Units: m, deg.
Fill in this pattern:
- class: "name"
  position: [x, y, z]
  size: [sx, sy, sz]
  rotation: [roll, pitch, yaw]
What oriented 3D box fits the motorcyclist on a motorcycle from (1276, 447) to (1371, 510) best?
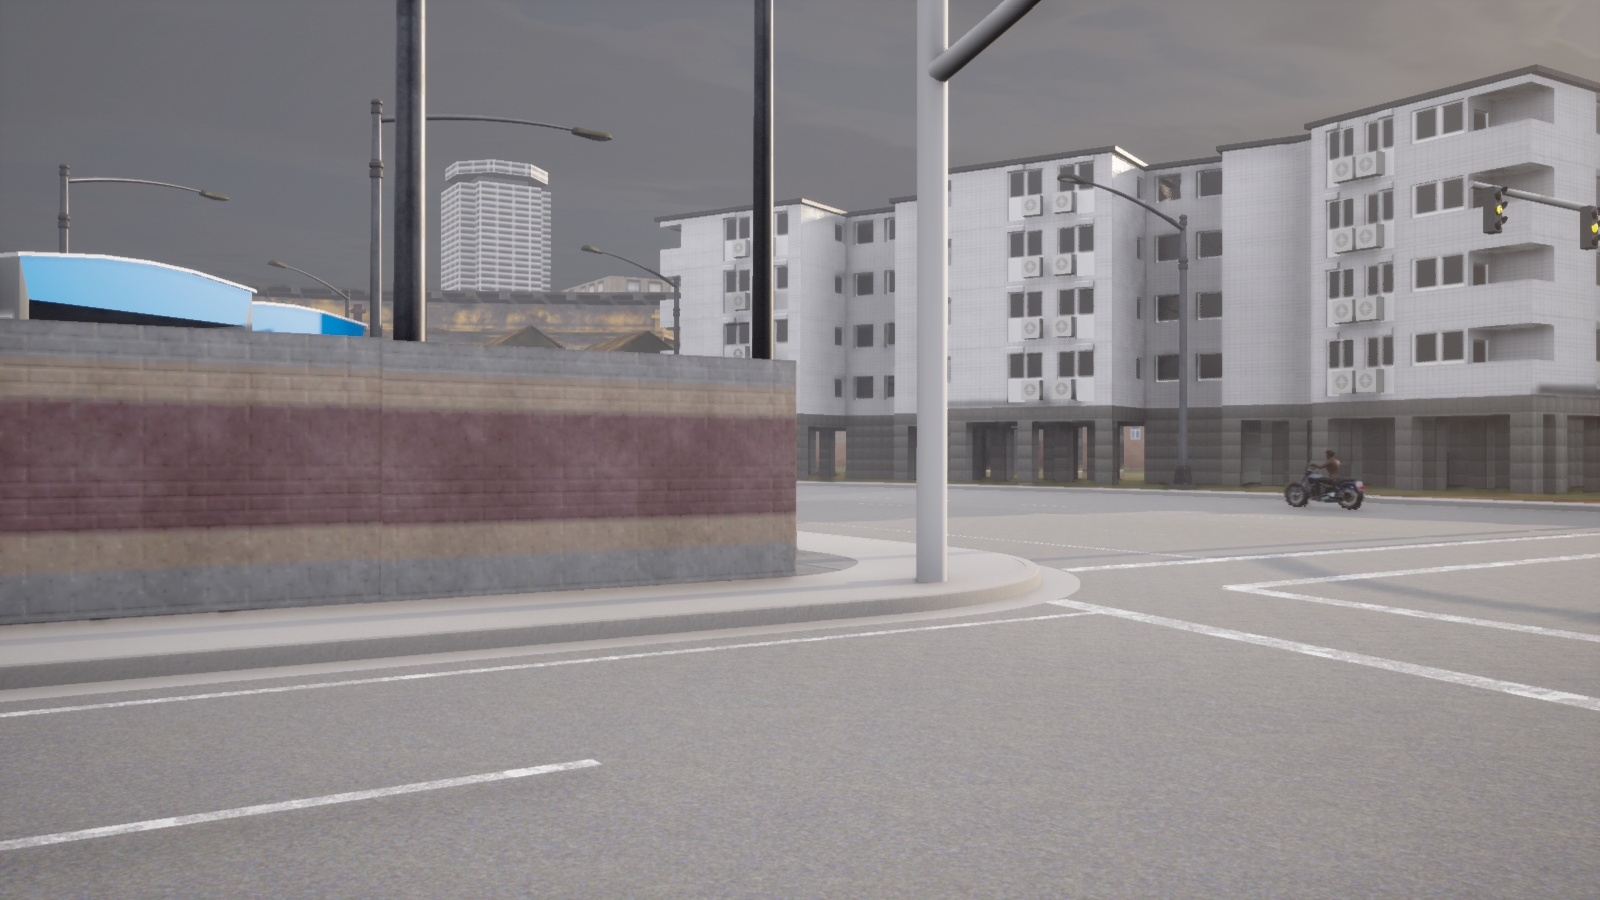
- class: "motorcyclist on a motorcycle"
  position: [14.191, 0.749, 34.123]
  size: [0.766, 1.649, 2.350]
  rotation: [0, 0, -32]
